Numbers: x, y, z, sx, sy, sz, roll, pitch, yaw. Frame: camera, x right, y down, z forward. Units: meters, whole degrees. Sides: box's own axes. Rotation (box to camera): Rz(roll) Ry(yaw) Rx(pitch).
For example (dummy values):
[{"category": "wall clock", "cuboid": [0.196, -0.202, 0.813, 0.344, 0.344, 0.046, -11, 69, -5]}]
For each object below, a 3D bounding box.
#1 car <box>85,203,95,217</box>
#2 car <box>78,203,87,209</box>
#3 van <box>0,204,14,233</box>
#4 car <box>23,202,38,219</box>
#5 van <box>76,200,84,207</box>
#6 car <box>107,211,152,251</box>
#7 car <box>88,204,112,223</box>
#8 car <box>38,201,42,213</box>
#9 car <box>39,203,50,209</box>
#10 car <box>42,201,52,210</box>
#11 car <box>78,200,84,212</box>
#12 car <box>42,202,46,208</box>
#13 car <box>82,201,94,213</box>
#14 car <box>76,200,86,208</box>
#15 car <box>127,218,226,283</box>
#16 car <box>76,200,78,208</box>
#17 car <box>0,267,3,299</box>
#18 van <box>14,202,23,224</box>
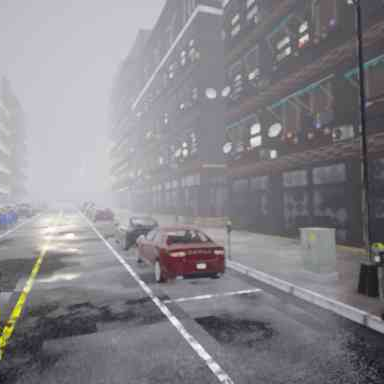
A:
[{"category": "car", "cuboid": [-10.224, 2.175, 35.971, 1.887, 1.381, 4.507, 1, -1, -20]}, {"category": "car", "cuboid": [-23.807, 2.966, 72.221, 1.802, 1.307, 4.206, 1, -1, -20]}, {"category": "van", "cuboid": [-13.754, 1.834, 22.914, 1.690, 1.788, 3.998, 1, -1, -20]}, {"category": "car", "cuboid": [-19.561, 2.113, 38.454, 2.192, 1.841, 5.009, 1, -1, -20]}, {"category": "van", "cuboid": [-29.614, 3.077, 87.768, 1.690, 1.788, 3.998, 1, -2, -20]}, {"category": "car", "cuboid": [-2.483, 1.785, 15.252, 2.008, 1.369, 4.403, 1, -1, -20]}, {"category": "car", "cuboid": [-8.289, 2.073, 30.792, 1.887, 1.381, 4.507, 1, -1, -20]}, {"category": "car", "cuboid": [-21.496, 2.217, 43.634, 2.192, 1.841, 5.009, 1, -1, -20]}, {"category": "car", "cuboid": [-33.112, 3.109, 74.706, 1.887, 1.381, 4.507, 1, -2, -20]}, {"category": "car", "cuboid": [-31.174, 2.764, 69.532, 2.192, 1.841, 5.009, 1, -1, -20]}, {"category": "car", "cuboid": [-16.062, 2.258, 51.505, 2.192, 1.841, 5.009, 1, -1, -20]}, {"category": "car", "cuboid": [-25.370, 2.681, 53.989, 1.947, 1.339, 4.313, 1, -1, -20]}, {"category": "car", "cuboid": [-12.153, 2.173, 41.157, 1.967, 1.590, 4.097, 1, -1, -20]}, {"category": "car", "cuboid": [-27.678, 2.932, 82.588, 2.192, 1.841, 5.009, 1, -1, -20]}, {"category": "car", "cuboid": [-0.547, 1.685, 10.071, 1.887, 1.381, 4.507, 1, -1, -20]}, {"category": "car", "cuboid": [-19.935, 2.600, 61.864, 1.967, 1.590, 4.097, 1, -1, -20]}, {"category": "car", "cuboid": [-4.531, 1.698, 5.511, 1.994, 1.385, 4.181, 0, -1, -20]}, {"category": "van", "cuboid": [-15.690, 1.934, 28.095, 1.690, 1.788, 3.998, 1, -1, -20]}]
